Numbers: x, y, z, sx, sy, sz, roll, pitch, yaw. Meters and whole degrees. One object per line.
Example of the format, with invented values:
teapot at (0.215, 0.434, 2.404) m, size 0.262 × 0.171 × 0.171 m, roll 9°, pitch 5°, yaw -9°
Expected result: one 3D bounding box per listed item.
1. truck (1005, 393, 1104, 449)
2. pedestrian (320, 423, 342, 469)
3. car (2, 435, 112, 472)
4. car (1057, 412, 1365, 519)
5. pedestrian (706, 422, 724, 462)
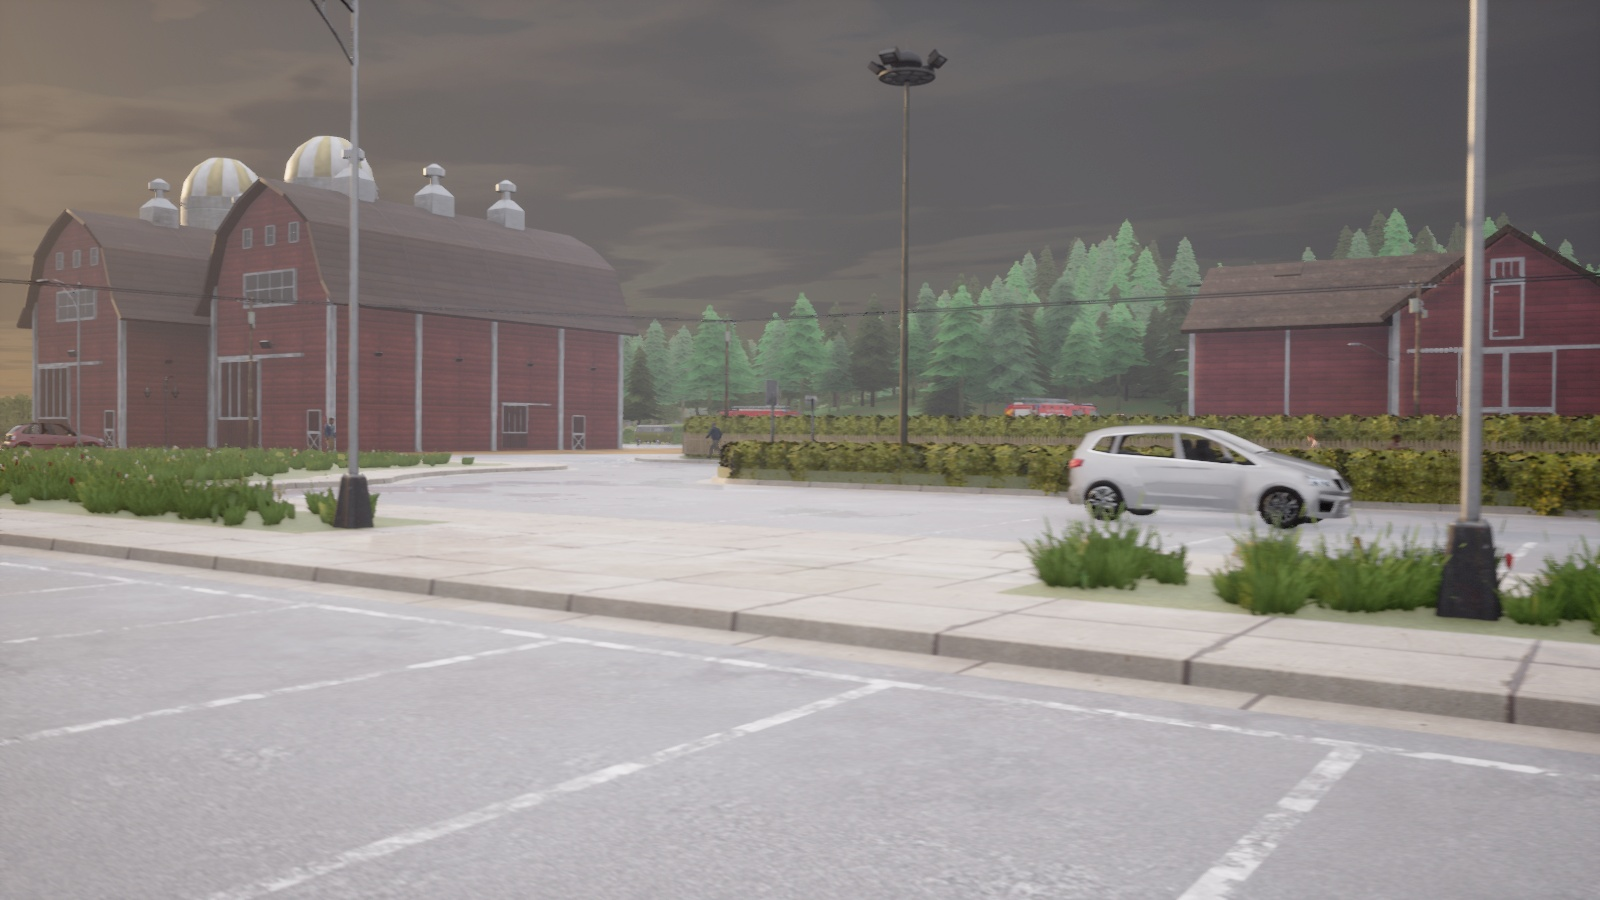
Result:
truck at (18.170, -2.046, 89.306) m, size 2.891 × 3.827 × 8.468 m, roll 0°, pitch 1°, yaw 43°
pedestrian at (-20.052, -0.187, 53.702) m, size 0.788 × 1.949 × 0.423 m, roll 0°, pitch 1°, yaw 28°
car at (-33.911, 0.137, 57.363) m, size 3.988 × 1.617 × 1.851 m, roll -1°, pitch 1°, yaw -42°
car at (7.042, 0.215, 21.644) m, size 4.611 × 1.667 × 2.242 m, roll 0°, pitch 1°, yaw 34°
pedestrian at (-3.939, -0.372, 58.177) m, size 0.726 × 1.842 × 0.402 m, roll 0°, pitch 1°, yaw 30°
